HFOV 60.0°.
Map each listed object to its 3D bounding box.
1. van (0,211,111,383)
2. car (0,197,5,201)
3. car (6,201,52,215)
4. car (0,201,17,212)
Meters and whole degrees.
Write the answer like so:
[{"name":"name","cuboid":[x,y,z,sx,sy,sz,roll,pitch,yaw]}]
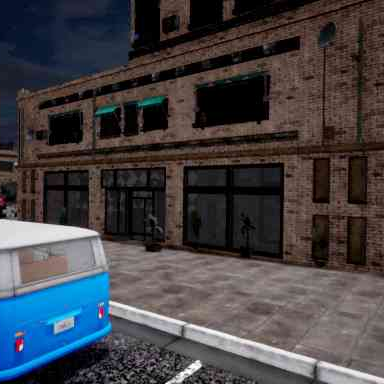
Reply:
[{"name":"van","cuboid":[-3.021,1.340,5.016,3.998,1.788,1.690,0,1,36]},{"name":"car","cuboid":[-22.898,1.411,36.248,2.192,1.841,5.009,0,0,36]},{"name":"car","cuboid":[-18.475,1.738,37.894,1.994,1.385,4.181,1,0,36]},{"name":"car","cuboid":[-16.147,1.793,31.289,1.947,1.339,4.313,0,0,36]}]
